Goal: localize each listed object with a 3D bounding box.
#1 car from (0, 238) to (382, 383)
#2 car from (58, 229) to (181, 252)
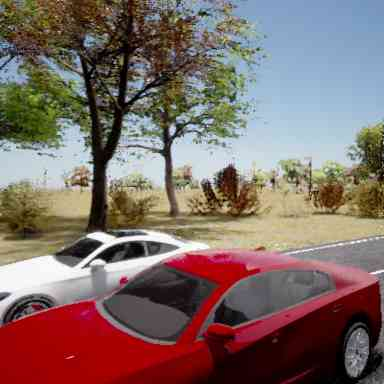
[{"bbox_3d":[0.237,1.469,3.843,5.008,1.535,1.882,0,0,-35],"label":"car"},{"bbox_3d":[-1.612,1.516,6.531,4.674,1.442,1.812,0,0,-35],"label":"car"}]
